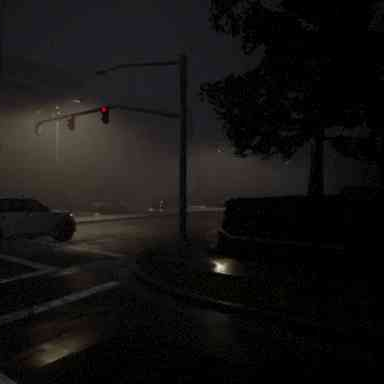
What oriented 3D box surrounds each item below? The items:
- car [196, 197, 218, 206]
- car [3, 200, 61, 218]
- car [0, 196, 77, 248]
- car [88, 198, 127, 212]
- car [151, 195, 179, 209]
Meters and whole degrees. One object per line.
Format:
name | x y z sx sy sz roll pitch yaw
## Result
car | 2.398 1.455 52.395 1.994 1.385 4.181 0 0 36
car | -14.162 1.453 29.588 1.994 1.385 4.181 0 0 36
car | -7.304 1.168 13.444 2.150 2.045 5.566 -1 -1 26
car | -9.171 1.413 36.469 1.812 1.442 4.674 0 0 36
car | -3.440 1.242 44.366 2.097 1.767 4.553 0 0 36
